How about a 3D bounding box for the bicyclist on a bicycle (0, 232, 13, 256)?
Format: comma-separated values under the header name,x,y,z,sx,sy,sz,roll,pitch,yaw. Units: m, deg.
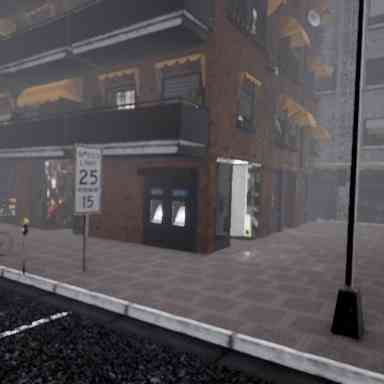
name,x,y,z,sx,sy,sz,roll,pitch,yaw
bicyclist on a bicycle,-5.581,1.055,8.734,0.582,1.620,1.656,2,9,33
